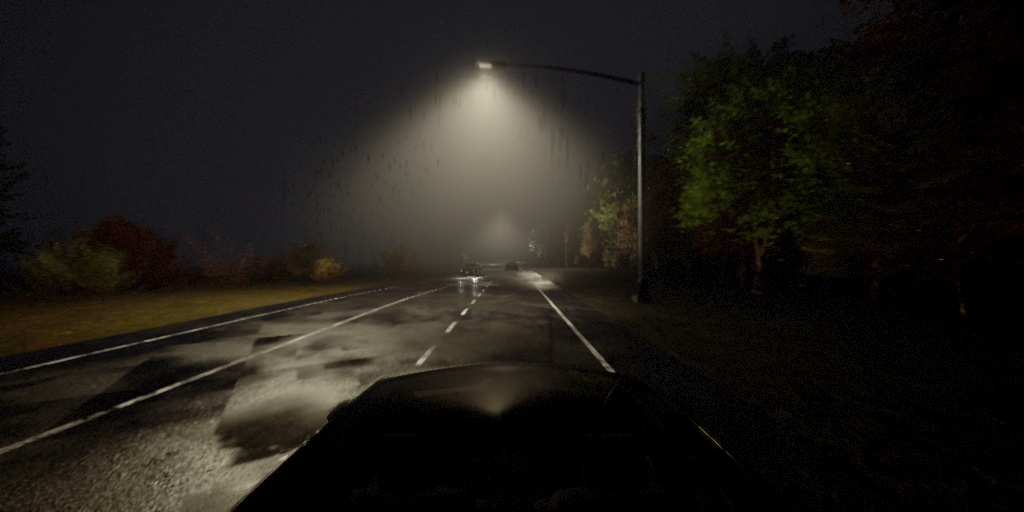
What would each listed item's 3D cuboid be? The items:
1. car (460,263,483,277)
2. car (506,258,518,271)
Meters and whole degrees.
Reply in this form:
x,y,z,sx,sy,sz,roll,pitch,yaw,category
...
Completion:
x,y,z,sx,sy,sz,roll,pitch,yaw,category
-4.440,1.497,39.932,1.837,1.490,4.892,0,0,7,car
-0.031,1.578,59.009,1.882,1.535,5.008,0,0,0,car
